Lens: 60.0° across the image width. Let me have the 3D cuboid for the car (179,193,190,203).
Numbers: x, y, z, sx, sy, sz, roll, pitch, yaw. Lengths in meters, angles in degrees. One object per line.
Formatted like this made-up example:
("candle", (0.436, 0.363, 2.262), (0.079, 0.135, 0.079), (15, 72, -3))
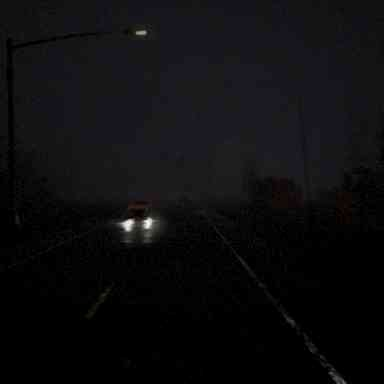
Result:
("car", (-1.306, 1.100, 57.496), (2.033, 1.411, 5.357), (-1, 0, -1))

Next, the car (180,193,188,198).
("car", (-2.132, 0.960, 86.325), (1.895, 1.301, 4.718), (-1, 0, -1))

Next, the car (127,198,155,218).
("car", (-4.257, 1.299, 28.008), (1.882, 1.535, 5.008), (-1, 0, -1))
